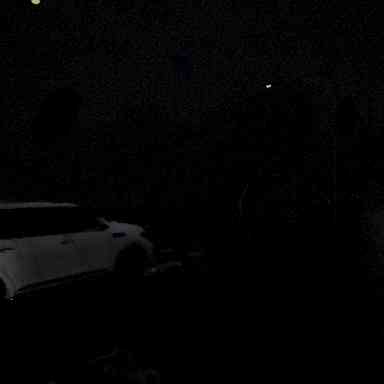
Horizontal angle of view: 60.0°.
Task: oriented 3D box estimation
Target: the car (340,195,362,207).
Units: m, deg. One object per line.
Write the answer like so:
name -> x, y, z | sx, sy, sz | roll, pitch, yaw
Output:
car -> 21.492, 1.152, 44.822 | 1.812, 1.442, 4.674 | 0, 0, 37

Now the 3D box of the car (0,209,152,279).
car -> -3.940, 1.456, 11.089 | 2.033, 1.411, 5.357 | 0, 1, 37

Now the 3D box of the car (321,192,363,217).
car -> 13.640, 1.035, 29.605 | 2.150, 2.045, 5.566 | 0, 0, 37

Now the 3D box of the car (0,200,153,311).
car -> -3.303, 1.172, 6.999 | 2.150, 2.045, 5.566 | 0, 1, 37

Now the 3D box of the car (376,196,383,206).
car -> 29.070, 1.361, 50.176 | 1.882, 1.535, 5.008 | 0, -1, 37

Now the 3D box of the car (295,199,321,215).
car -> 11.316, 1.374, 31.412 | 1.994, 1.385, 4.181 | 0, 0, 37
